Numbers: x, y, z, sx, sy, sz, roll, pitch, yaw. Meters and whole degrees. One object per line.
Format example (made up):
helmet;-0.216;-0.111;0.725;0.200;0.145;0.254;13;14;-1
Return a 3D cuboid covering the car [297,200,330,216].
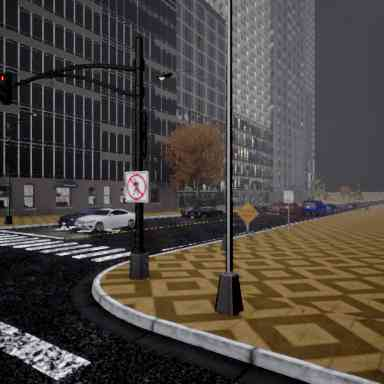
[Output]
car;16.168;2.065;43.994;2.150;2.045;5.566;0;-1;35

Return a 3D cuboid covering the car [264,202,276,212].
car;13.505;2.279;51.921;2.097;1.767;4.553;0;-1;33

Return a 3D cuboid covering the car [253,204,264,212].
car;11.003;2.588;54.029;1.895;1.301;4.718;0;-1;33

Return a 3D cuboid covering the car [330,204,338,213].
car;21.923;2.558;52.964;1.812;1.442;4.674;0;-1;33

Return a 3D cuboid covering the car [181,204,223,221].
car;1.237;2.129;33.107;1.895;1.301;4.718;0;-1;33

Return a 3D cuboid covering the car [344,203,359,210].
car;31.516;2.837;65.715;1.812;1.442;4.674;0;-1;33

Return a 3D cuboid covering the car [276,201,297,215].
car;13.848;2.205;46.362;2.097;1.767;4.553;0;-1;33

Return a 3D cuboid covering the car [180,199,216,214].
car;0.910;1.818;38.585;2.150;2.045;5.566;0;0;33

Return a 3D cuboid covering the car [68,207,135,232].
car;-5.649;1.827;22.484;1.812;1.442;4.674;0;-1;33

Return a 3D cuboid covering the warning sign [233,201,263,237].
warning sign;3.115;1.454;18.570;1.300;1.860;1.060;1;1;33

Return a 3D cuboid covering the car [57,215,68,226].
car;-7.525;1.873;25.536;2.033;1.411;5.357;0;-1;33

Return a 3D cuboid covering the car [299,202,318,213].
car;19.194;2.506;54.728;1.882;1.535;5.008;0;-1;33
